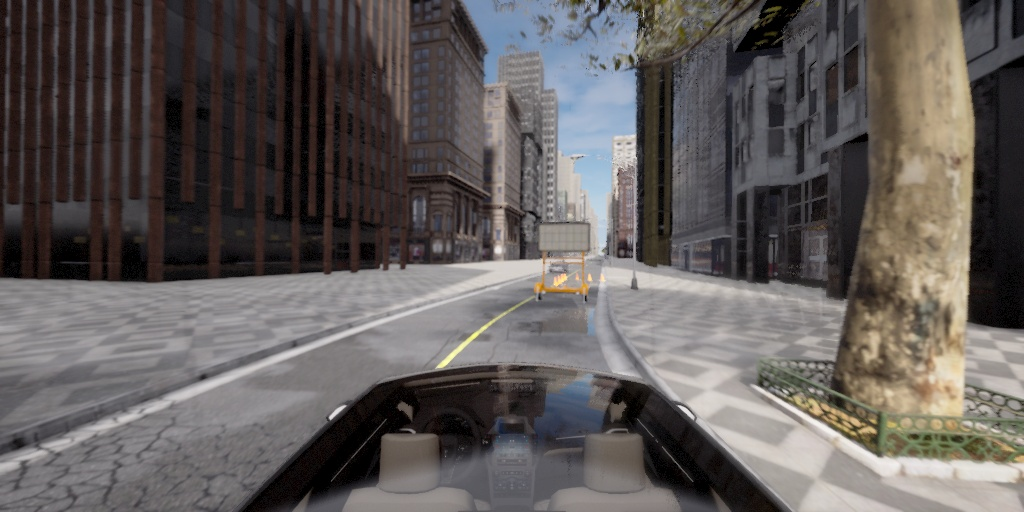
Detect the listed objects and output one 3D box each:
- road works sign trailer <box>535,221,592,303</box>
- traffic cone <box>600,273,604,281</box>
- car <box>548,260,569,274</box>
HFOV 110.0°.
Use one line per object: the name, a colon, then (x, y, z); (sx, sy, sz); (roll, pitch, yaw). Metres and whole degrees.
road works sign trailer: (2.396, 0.204, 16.716); (2.380, 3.560, 2.880); (0, 0, 14)
traffic cone: (7.272, 1.701, 28.889); (0.340, 0.580, 0.340); (0, 0, 14)
car: (5.356, 1.208, 40.824); (1.812, 1.442, 4.674); (1, 0, 14)
